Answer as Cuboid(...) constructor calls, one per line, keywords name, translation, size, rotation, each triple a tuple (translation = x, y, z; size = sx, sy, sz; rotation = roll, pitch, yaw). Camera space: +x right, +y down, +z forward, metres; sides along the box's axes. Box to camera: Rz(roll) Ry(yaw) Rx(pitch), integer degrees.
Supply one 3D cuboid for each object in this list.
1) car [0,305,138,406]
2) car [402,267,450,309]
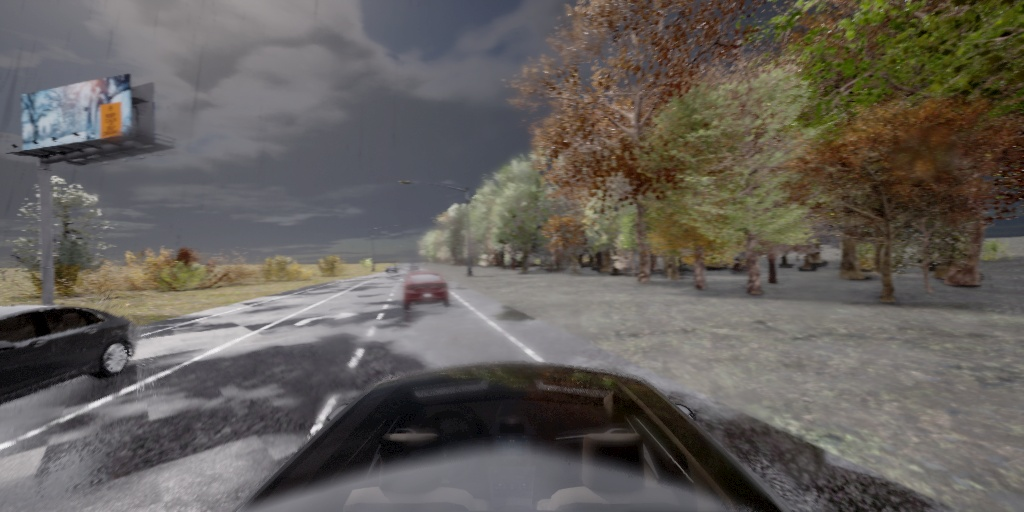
Cuboid(name="car", translation=(-8.095, 1.576, 5.291), size=(1.837, 1.490, 4.892), rotation=(-2, 0, -16))
Cuboid(name="car", translation=(-4.059, 1.472, 16.763), size=(1.882, 1.535, 5.008), rotation=(-2, 0, -16))
